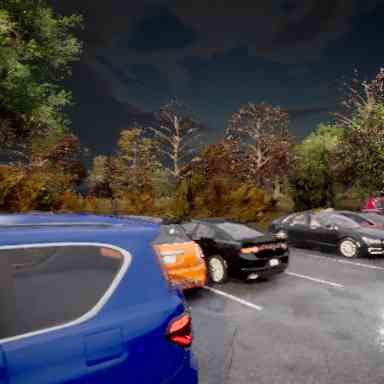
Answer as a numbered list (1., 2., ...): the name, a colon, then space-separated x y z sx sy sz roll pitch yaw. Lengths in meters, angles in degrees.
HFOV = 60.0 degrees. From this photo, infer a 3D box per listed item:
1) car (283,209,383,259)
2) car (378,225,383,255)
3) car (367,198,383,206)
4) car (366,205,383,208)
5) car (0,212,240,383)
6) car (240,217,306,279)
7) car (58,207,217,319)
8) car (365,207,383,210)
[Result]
1. car: 5.282 1.549 13.191 2.231 1.521 4.892 1 0 -35
2. car: 6.896 1.596 8.447 4.674 1.442 1.812 1 0 -34
3. car: 12.166 1.361 17.913 2.435 2.045 5.566 1 0 -35
4. car: 9.843 1.620 16.304 2.163 1.488 4.792 1 0 -35
5. car: -2.563 1.204 1.927 5.566 2.045 2.150 1 0 -34
6. car: 0.543 1.503 9.896 2.097 1.535 5.008 1 0 -35
7. car: -1.661 1.357 8.338 2.185 1.767 4.553 1 0 -35
8. car: 7.522 1.598 14.696 2.163 1.488 4.792 1 0 -35
